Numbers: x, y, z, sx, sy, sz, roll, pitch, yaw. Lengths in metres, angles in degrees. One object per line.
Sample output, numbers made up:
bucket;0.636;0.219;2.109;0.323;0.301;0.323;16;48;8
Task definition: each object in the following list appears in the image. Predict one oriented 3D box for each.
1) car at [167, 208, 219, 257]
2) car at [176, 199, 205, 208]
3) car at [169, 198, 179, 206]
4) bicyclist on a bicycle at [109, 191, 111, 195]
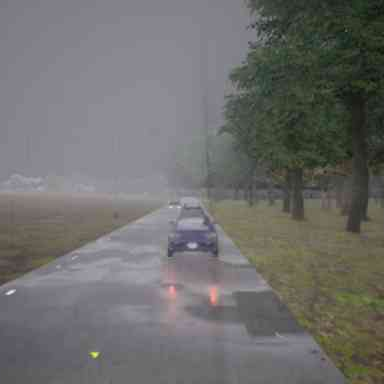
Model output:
car;0.046;1.588;13.199;1.812;1.442;4.674;0;0;0
car;0.035;1.605;27.526;2.128;1.511;4.902;0;0;0
car;-2.829;1.708;56.954;2.033;1.411;5.357;0;0;1
bicyclist on a bicycle;-22.684;0.663;91.412;0.582;1.620;1.656;2;0;0
